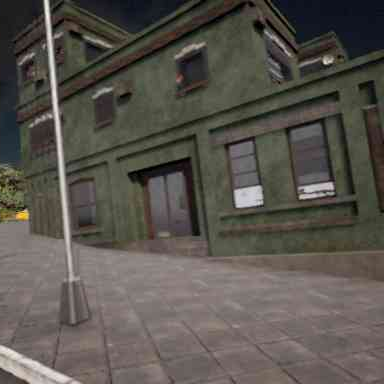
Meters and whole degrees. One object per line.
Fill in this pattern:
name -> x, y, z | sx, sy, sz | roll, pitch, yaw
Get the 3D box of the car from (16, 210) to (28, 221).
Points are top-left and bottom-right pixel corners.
car -> -16.139, 2.358, 35.352 | 1.882, 1.535, 5.008 | -9, -4, 21
